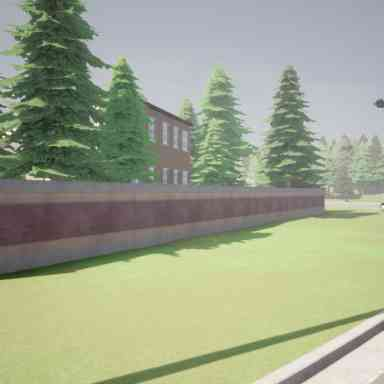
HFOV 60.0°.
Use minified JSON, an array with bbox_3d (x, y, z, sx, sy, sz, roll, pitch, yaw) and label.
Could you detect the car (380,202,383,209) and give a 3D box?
[{"bbox_3d":[25.191,1.532,40.670,1.837,1.490,4.892,0,0,-6],"label":"car"}]
